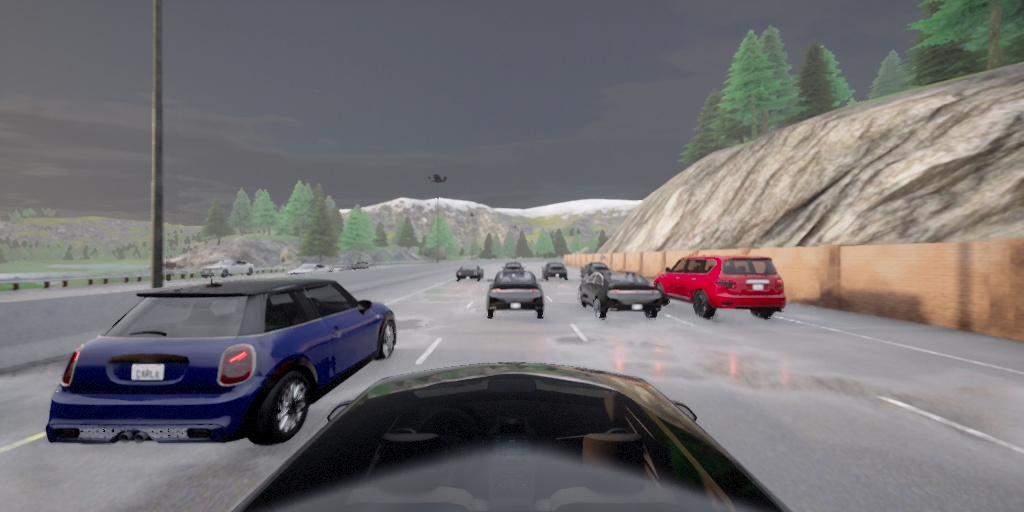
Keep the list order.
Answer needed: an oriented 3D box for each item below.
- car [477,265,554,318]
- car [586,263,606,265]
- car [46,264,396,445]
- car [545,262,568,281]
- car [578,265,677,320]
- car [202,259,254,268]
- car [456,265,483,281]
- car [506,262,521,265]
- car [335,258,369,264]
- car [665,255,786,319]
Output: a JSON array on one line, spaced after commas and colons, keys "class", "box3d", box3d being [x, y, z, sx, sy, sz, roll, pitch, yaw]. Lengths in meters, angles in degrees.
[{"class": "car", "box3d": [0.110, 1.257, 13.025, 2.128, 1.511, 4.902, 0, 0, 0]}, {"class": "car", "box3d": [7.126, 1.299, 30.920, 1.837, 1.490, 4.892, 0, 0, 0]}, {"class": "car", "box3d": [-3.398, 1.106, 5.473, 2.097, 1.767, 4.553, 0, 0, 0]}, {"class": "car", "box3d": [3.625, 1.297, 30.998, 1.837, 1.490, 4.892, 0, 0, 0]}, {"class": "car", "box3d": [3.608, 1.258, 12.745, 2.128, 1.511, 4.902, 0, 0, 0]}, {"class": "car", "box3d": [-24.476, 1.022, 31.098, 1.812, 1.442, 4.674, 0, 0, 0]}, {"class": "car", "box3d": [-3.376, 1.388, 29.693, 1.895, 1.301, 4.718, 0, 0, 0]}, {"class": "car", "box3d": [0.124, 1.296, 31.098, 1.837, 1.490, 4.892, 0, 0, 0]}, {"class": "car", "box3d": [-13.976, 0.964, 31.089, 2.128, 1.511, 4.902, 0, 0, 0]}, {"class": "car", "box3d": [7.110, 0.991, 13.038, 2.150, 2.045, 5.566, 0, 0, 0]}]
